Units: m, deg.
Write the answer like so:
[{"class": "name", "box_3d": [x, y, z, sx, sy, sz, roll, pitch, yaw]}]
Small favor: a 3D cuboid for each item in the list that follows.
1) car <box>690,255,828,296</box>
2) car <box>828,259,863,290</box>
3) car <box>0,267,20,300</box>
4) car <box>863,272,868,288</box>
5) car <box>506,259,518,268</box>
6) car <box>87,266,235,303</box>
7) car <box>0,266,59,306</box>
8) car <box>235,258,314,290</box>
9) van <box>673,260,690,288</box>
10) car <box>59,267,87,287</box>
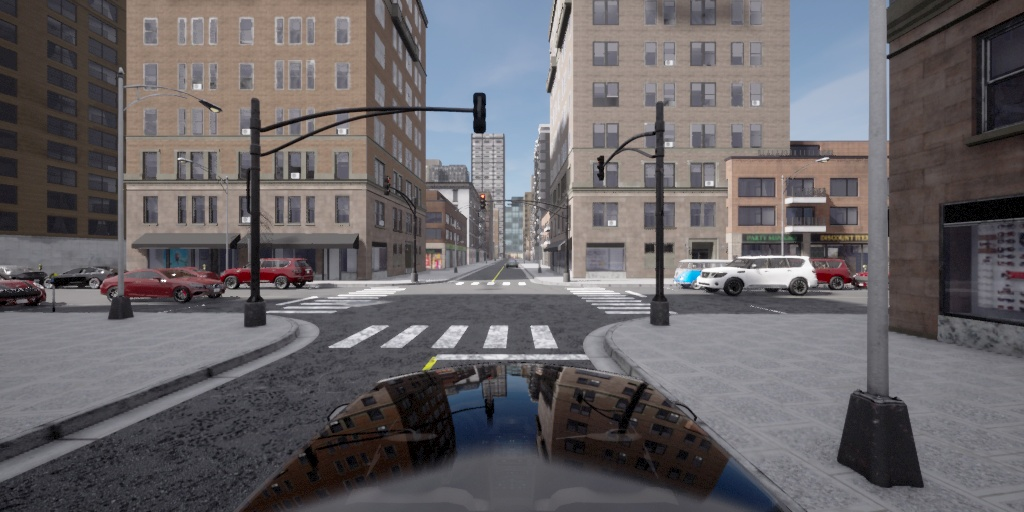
[{"class": "car", "box_3d": [12.956, 0.990, 19.106, 5.566, 2.045, 2.150, 0, 0, 0]}, {"class": "car", "box_3d": [17.631, 1.086, 21.839, 5.009, 1.841, 2.192, 0, 0, 0]}, {"class": "car", "box_3d": [-25.650, 1.260, 16.124, 4.674, 1.442, 1.812, 0, 0, 1]}, {"class": "car", "box_3d": [23.227, 1.216, 21.808, 4.097, 1.591, 1.967, 0, 0, 0]}, {"class": "car", "box_3d": [0.035, 1.339, 62.723, 1.994, 1.385, 4.181, 0, 0, 1]}, {"class": "car", "box_3d": [-15.561, 1.270, 16.077, 4.674, 1.442, 1.812, 0, 0, 0]}, {"class": "car", "box_3d": [-20.459, 1.179, 13.528, 4.097, 1.591, 1.967, 0, 0, 0]}, {"class": "car", "box_3d": [-14.913, 1.059, 22.023, 5.009, 1.841, 2.192, 0, 0, 0]}, {"class": "van", "box_3d": [12.035, 1.108, 21.870, 3.998, 1.789, 1.690, 0, 0, 0]}, {"class": "car", "box_3d": [-25.959, 1.299, 22.085, 4.313, 1.339, 1.948, 0, 0, 0]}]
